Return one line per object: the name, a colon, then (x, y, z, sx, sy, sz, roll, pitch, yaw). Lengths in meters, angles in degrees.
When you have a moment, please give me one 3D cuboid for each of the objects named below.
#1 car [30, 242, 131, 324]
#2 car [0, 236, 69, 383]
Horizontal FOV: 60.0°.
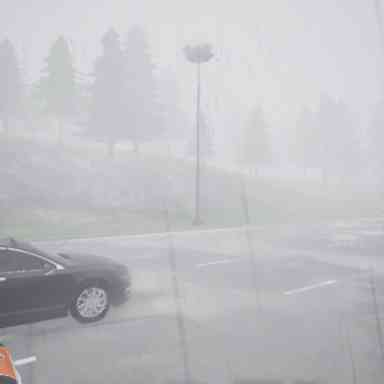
car: (-3.429, 1.508, 5.600, 4.892, 1.490, 1.837, 1, 0, -35)
car: (-3.202, 1.335, 1.463, 4.553, 1.767, 2.097, 1, 0, -35)
